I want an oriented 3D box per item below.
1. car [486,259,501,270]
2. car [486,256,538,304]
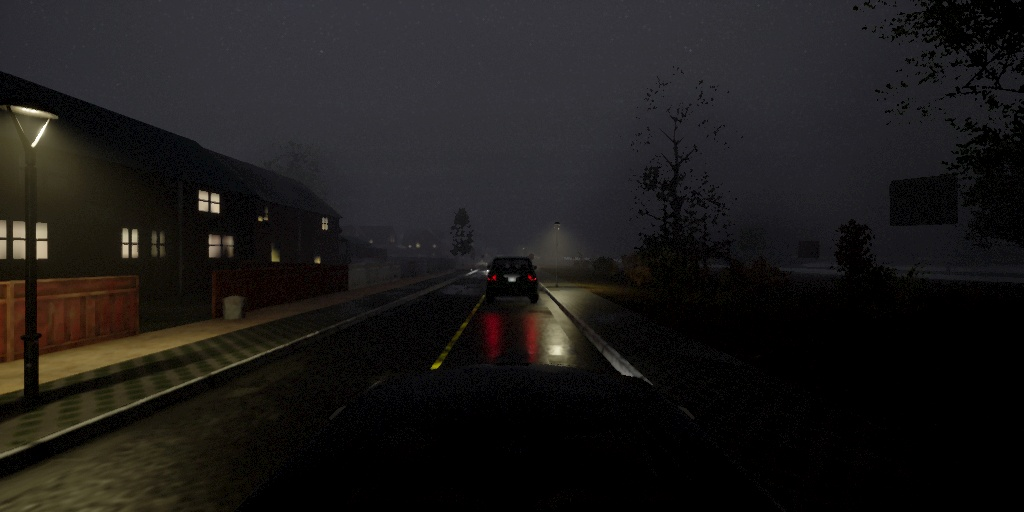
[{"bbox_3d":[-2.750,1.267,54.500,2.128,1.511,4.902,0,0,0],"label":"car"},{"bbox_3d":[0.000,1.005,16.530,2.150,2.045,5.566,0,0,0],"label":"car"}]
